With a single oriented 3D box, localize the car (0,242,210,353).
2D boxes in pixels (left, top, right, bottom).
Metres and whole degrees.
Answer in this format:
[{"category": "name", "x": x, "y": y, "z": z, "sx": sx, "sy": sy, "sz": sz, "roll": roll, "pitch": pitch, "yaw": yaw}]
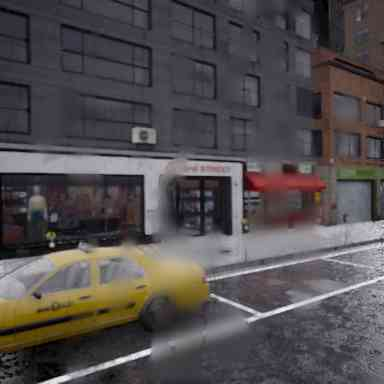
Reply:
[{"category": "car", "x": -1.947, "y": 1.523, "z": 5.273, "sx": 4.829, "sy": 1.417, "sz": 1.752, "roll": 0, "pitch": -1, "yaw": -36}]
